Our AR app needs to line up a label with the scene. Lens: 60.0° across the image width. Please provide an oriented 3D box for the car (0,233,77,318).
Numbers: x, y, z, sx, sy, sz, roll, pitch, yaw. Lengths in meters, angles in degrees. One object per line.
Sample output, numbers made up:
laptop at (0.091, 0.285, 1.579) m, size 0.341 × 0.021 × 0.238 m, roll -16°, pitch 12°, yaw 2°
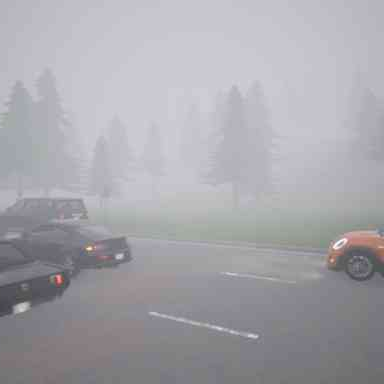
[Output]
car at (-4.717, 1.620, 6.597) m, size 4.718 × 1.301 × 1.895 m, roll 0°, pitch 0°, yaw 30°

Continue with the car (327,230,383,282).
car at (5.926, 1.365, 8.510) m, size 4.553 × 1.767 × 2.097 m, roll 0°, pitch 0°, yaw 30°

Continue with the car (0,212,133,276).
car at (-3.895, 1.551, 10.041) m, size 4.674 × 1.442 × 1.812 m, roll 0°, pitch 0°, yaw 31°

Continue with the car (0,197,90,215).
car at (-7.437, 1.265, 16.236) m, size 5.566 × 2.045 × 2.150 m, roll 0°, pitch 0°, yaw 30°
